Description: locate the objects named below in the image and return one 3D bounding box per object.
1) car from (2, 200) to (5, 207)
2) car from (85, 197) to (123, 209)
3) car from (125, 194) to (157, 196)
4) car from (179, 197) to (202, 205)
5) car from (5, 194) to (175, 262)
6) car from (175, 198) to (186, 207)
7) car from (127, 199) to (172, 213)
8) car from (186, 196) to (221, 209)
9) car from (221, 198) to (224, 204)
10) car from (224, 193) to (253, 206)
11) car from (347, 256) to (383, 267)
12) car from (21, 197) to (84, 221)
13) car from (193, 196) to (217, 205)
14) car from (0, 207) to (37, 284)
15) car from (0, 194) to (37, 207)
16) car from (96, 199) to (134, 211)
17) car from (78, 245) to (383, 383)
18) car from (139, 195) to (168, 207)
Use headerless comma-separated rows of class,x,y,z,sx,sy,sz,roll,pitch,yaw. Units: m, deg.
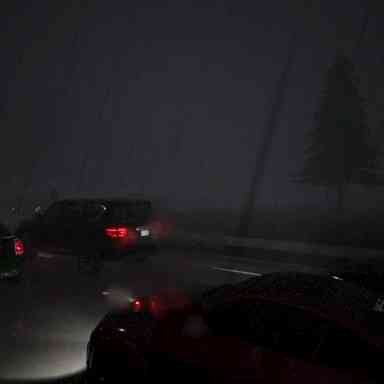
car,-16.008,1.548,34.144,2.033,1.411,5.357,0,0,36
car,-11.999,1.506,45.560,1.837,1.490,4.892,0,0,36
car,-7.242,1.224,40.207,2.150,2.045,5.566,0,0,36
car,-0.183,1.601,61.680,1.895,1.301,4.718,0,0,37
car,-3.473,1.221,10.732,5.566,2.045,2.150,0,0,36
car,-0.281,1.548,49.731,2.033,1.411,5.357,0,0,36
car,-4.716,1.548,37.732,2.033,1.411,5.357,0,0,36
car,1.637,1.601,46.422,1.895,1.301,4.718,0,0,36
car,5.882,1.601,58.109,1.895,1.301,4.718,0,0,37
car,8.127,1.222,55.255,2.150,2.045,5.566,0,0,37
car,4.703,1.478,4.933,5.008,1.535,1.882,0,0,35
car,-11.679,1.351,28.126,2.097,1.767,4.553,0,0,35
car,2.358,1.526,59.232,1.812,1.442,4.674,0,0,37
car,-6.217,1.352,8.391,4.553,1.767,2.097,0,0,36
car,-18.722,1.225,36.361,2.150,2.045,5.566,0,0,36
car,-9.772,1.601,42.676,1.895,1.301,4.718,0,0,36
car,0.834,1.564,3.394,4.181,1.385,1.994,0,0,35
car,-6.186,1.351,53.506,2.097,1.767,4.553,0,0,36
